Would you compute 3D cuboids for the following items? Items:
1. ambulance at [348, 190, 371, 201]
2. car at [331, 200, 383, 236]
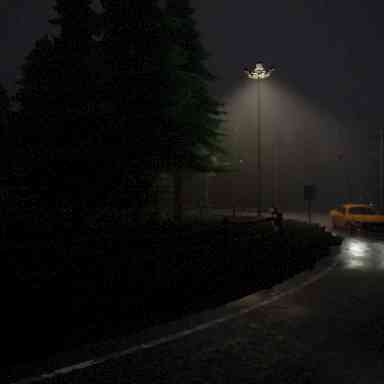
[{"bbox_3d":[30.369,0.895,60.430,2.351,2.431,6.366,0,0,9],"label":"ambulance"},{"bbox_3d":[9.035,1.442,18.135,1.882,1.535,5.008,0,0,9],"label":"car"}]
